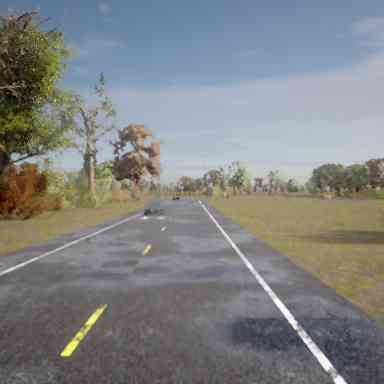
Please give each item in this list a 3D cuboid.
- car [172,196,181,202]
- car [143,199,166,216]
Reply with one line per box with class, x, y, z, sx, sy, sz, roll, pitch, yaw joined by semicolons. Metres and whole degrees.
car;-3.497;1.459;74.881;1.895;1.301;4.718;0;0;0
car;-3.593;1.499;32.792;1.837;1.490;4.892;0;0;0
